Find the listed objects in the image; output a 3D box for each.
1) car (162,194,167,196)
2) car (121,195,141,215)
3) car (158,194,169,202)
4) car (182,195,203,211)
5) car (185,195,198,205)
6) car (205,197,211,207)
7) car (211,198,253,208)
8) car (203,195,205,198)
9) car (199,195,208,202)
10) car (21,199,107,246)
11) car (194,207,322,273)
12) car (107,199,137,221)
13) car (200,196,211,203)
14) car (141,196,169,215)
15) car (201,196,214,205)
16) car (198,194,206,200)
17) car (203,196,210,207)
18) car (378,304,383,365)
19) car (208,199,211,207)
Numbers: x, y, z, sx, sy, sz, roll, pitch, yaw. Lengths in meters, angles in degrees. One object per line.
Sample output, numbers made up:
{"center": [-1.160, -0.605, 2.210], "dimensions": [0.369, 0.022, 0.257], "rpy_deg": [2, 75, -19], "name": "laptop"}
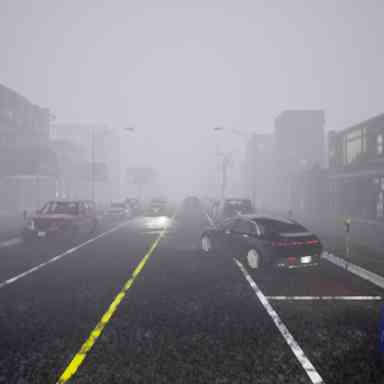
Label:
{"center": [-6.055, 1.381, 61.095], "dimensions": [2.008, 1.369, 4.403], "rpy_deg": [1, 0, 0], "name": "car"}
{"center": [-5.810, 1.348, 31.786], "dimensions": [1.967, 1.590, 4.097], "rpy_deg": [1, 0, 0], "name": "car"}
{"center": [-6.105, 1.245, 71.913], "dimensions": [1.967, 1.590, 4.097], "rpy_deg": [0, 0, 0], "name": "car"}
{"center": [-0.062, 1.240, 39.089], "dimensions": [2.097, 1.767, 4.553], "rpy_deg": [0, 0, 0], "name": "car"}
{"center": [-0.129, 1.333, 56.111], "dimensions": [2.128, 1.511, 4.902], "rpy_deg": [0, 0, 0], "name": "car"}
{"center": [2.568, 1.474, 31.819], "dimensions": [1.947, 1.339, 4.313], "rpy_deg": [1, 0, 0], "name": "car"}
{"center": [2.616, 1.253, 20.752], "dimensions": [2.192, 1.841, 5.009], "rpy_deg": [1, 0, 0], "name": "car"}
{"center": [2.562, 1.389, 48.282], "dimensions": [1.752, 1.417, 4.829], "rpy_deg": [0, 0, 0], "name": "car"}
{"center": [2.529, 1.384, 73.050], "dimensions": [1.802, 1.307, 4.206], "rpy_deg": [0, 0, 0], "name": "car"}
{"center": [-5.742, 1.269, 15.187], "dimensions": [2.192, 1.841, 5.009], "rpy_deg": [1, 0, 0], "name": "car"}
{"center": [1.927, 1.474, 10.809], "dimensions": [1.837, 1.490, 4.892], "rpy_deg": [0, 1, -25], "name": "car"}
{"center": [-5.789, 1.505, 26.253], "dimensions": [1.802, 1.307, 4.206], "rpy_deg": [1, 0, 0], "name": "car"}
{"center": [2.566, 1.389, 64.048], "dimensions": [1.947, 1.339, 4.313], "rpy_deg": [0, 0, 0], "name": "car"}
{"center": [-3.229, 1.398, 32.103], "dimensions": [2.128, 1.511, 4.902], "rpy_deg": [0, 0, 0], "name": "car"}
{"center": [2.568, 1.393, 56.503], "dimensions": [2.008, 1.369, 4.403], "rpy_deg": [0, 0, 0], "name": "car"}
{"center": [2.492, 1.326, 82.051], "dimensions": [1.887, 1.381, 4.507], "rpy_deg": [0, 0, 0], "name": "car"}
{"center": [2.555, 1.438, 37.045], "dimensions": [1.887, 1.381, 4.507], "rpy_deg": [0, 0, 0], "name": "car"}
{"center": [3.134, 1.471, 1.922], "dimensions": [1.882, 1.535, 5.008], "rpy_deg": [0, 0, 0], "name": "car"}
{"center": [2.591, 1.489, 26.286], "dimensions": [1.947, 1.339, 4.313], "rpy_deg": [1, 0, 0], "name": "car"}
